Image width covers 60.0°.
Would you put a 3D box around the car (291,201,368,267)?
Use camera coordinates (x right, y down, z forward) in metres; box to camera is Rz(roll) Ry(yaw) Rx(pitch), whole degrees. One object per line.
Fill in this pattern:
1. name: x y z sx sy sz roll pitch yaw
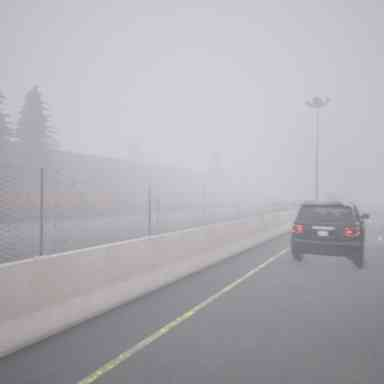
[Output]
1. car: 5.206 1.346 12.356 2.150 2.045 5.566 0 0 28
